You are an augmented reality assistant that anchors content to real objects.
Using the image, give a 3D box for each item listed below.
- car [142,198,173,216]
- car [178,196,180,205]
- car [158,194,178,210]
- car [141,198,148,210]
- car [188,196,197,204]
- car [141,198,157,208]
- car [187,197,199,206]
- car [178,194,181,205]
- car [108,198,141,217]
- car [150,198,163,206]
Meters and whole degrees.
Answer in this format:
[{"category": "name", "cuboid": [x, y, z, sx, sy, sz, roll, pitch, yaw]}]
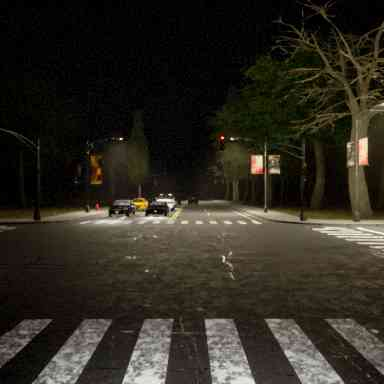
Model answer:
[{"category": "car", "cuboid": [-3.295, 1.583, 32.204, 1.994, 1.385, 4.181, 0, 0, 1]}, {"category": "car", "cuboid": [-3.280, 1.703, 51.812, 1.895, 1.301, 4.718, 0, 0, 0]}, {"category": "car", "cuboid": [-3.291, 1.267, 41.561, 2.150, 2.045, 5.566, 0, 0, 0]}, {"category": "car", "cuboid": [-6.541, 1.520, 41.064, 1.882, 1.535, 5.008, 0, 0, 0]}, {"category": "car", "cuboid": [0.135, 1.741, 72.650, 1.882, 1.535, 5.008, 0, 0, 0]}, {"category": "car", "cuboid": [-6.534, 1.661, 51.110, 1.994, 1.385, 4.181, 0, 0, -1]}, {"category": "car", "cuboid": [0.172, 1.659, 60.298, 2.128, 1.511, 4.902, 0, 0, 0]}, {"category": "car", "cuboid": [-3.221, 1.405, 62.425, 2.150, 2.045, 5.566, 0, 0, 1]}, {"category": "car", "cuboid": [-6.555, 1.510, 31.564, 2.128, 1.511, 4.902, 0, 0, 0]}, {"category": "car", "cuboid": [-6.484, 1.774, 61.168, 1.895, 1.301, 4.718, 0, 0, 0]}]
